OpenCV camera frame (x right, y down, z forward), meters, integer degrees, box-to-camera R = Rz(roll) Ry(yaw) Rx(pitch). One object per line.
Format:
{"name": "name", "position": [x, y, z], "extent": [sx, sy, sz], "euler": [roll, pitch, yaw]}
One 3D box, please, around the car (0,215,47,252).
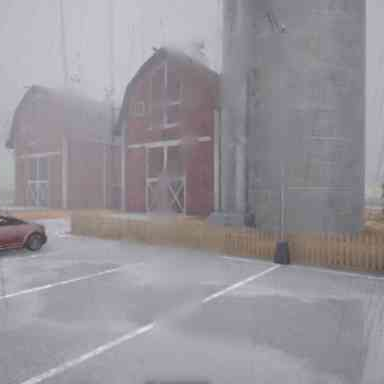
{"name": "car", "position": [-7.340, 1.489, 11.633], "extent": [1.994, 1.381, 4.181], "euler": [0, 0, 35]}
